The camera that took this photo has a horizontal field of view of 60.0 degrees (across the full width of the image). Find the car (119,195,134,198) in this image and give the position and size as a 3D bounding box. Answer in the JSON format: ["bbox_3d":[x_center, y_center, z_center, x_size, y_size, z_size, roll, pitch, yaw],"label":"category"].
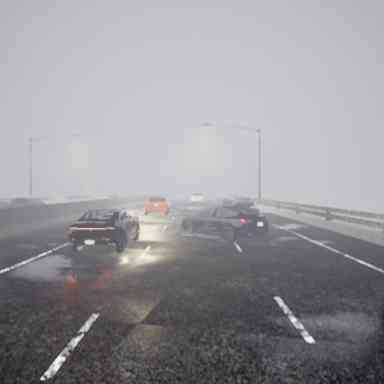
[{"bbox_3d":[-12.627,1.256,67.517,2.033,1.411,5.357,0,0,2],"label":"car"}]

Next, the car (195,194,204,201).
[{"bbox_3d":[1.811,1.262,77.464,1.994,1.385,4.181,0,0,3],"label":"car"}]

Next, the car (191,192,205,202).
[{"bbox_3d":[0.965,0.987,56.451,2.150,2.045,5.566,0,0,2],"label":"car"}]

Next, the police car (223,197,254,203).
[{"bbox_3d":[3.694,1.293,24.456,1.930,1.638,5.238,0,0,1],"label":"police car"}]

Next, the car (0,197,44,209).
[{"bbox_3d":[-13.851,1.209,27.117,2.097,1.767,4.553,0,0,1],"label":"car"}]

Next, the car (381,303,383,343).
[{"bbox_3d":[3.502,1.488,2.532,2.163,1.488,4.792,0,0,0],"label":"car"}]

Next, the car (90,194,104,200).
[{"bbox_3d":[-19.575,1.170,68.954,1.882,1.535,5.008,0,0,2],"label":"car"}]

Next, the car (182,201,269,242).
[{"bbox_3d":[1.476,1.413,16.112,2.163,1.488,4.792,0,0,-38],"label":"car"}]

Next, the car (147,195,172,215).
[{"bbox_3d":[-3.078,1.191,31.373,2.097,1.767,4.553,0,0,1],"label":"car"}]

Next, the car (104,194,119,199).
[{"bbox_3d":[-16.078,1.193,68.807,1.837,1.490,4.892,0,0,2],"label":"car"}]

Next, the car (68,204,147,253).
[{"bbox_3d":[-3.329,1.416,13.317,2.128,1.511,4.902,0,0,0],"label":"car"}]

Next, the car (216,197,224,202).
[{"bbox_3d":[3.892,1.387,35.268,1.994,1.385,4.181,0,0,1],"label":"car"}]
